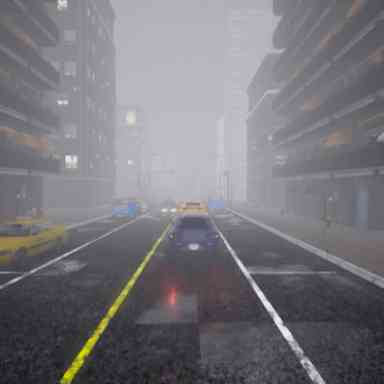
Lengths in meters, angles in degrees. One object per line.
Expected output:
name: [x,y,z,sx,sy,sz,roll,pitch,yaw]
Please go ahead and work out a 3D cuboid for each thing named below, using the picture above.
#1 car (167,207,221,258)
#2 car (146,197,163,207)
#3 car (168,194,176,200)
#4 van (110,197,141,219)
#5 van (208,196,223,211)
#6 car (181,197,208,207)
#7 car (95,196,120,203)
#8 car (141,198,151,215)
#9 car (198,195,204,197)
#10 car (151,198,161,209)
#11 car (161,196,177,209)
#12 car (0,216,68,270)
car: [0.077,1.521,12.559,1.812,1.442,4.674,0,0,0]
car: [-5.702,1.537,50.863,2.008,1.369,4.403,-1,0,0]
car: [-5.704,1.432,94.578,1.967,1.590,4.097,-1,0,0]
van: [-5.705,1.332,28.207,1.690,1.788,3.998,-1,0,0]
van: [2.675,1.329,39.499,1.690,1.788,3.998,-1,0,0]
car: [0.079,1.468,28.128,1.882,1.535,5.008,0,0,0]
car: [-17.886,1.489,70.833,4.829,1.417,1.752,0,1,0]
car: [-5.702,1.540,33.871,2.008,1.369,4.403,-1,0,0]
car: [2.644,1.536,94.636,1.887,1.381,4.507,-1,0,0]
car: [-5.702,1.513,45.029,1.752,1.417,4.829,-1,0,0]
car: [-3.075,1.551,45.373,1.994,1.385,4.181,0,0,0]
car: [-5.701,1.521,11.045,1.752,1.417,4.829,-1,0,0]
